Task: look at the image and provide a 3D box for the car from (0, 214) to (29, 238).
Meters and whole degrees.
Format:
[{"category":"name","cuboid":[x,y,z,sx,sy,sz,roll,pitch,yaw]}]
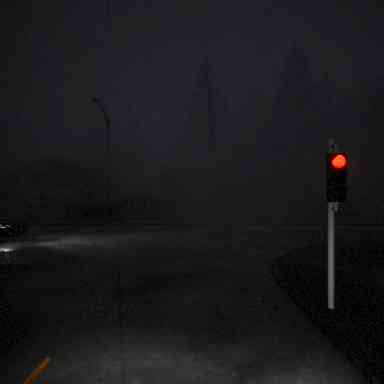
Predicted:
[{"category":"car","cuboid":[-10.379,1.477,15.879,5.008,1.535,1.882,0,0,8]}]
